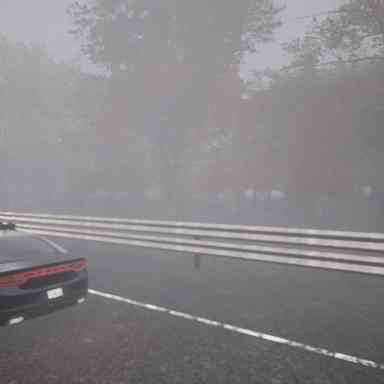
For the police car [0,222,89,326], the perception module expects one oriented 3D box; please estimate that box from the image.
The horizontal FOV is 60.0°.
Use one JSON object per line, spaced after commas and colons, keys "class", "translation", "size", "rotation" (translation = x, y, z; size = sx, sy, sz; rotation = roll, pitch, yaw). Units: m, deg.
{"class": "police car", "translation": [-4.355, 1.477, 6.964], "size": [5.238, 1.638, 1.930], "rotation": [0, 0, 35]}
